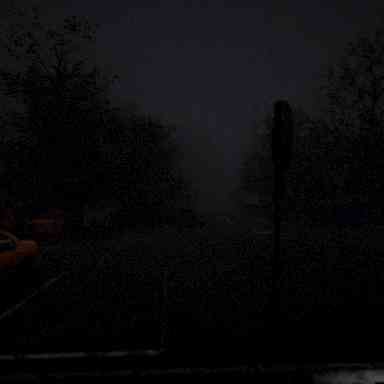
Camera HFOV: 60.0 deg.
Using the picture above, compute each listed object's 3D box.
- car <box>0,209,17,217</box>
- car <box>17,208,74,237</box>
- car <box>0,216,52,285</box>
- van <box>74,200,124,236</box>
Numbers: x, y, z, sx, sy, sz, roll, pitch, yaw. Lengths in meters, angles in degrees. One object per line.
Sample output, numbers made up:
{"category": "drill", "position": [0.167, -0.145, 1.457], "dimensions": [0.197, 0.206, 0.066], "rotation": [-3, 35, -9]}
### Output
{"category": "car", "position": [-10.660, 1.749, 19.557], "dimensions": [1.946, 1.575, 5.366], "rotation": [-1, 0, -4]}
{"category": "car", "position": [-8.004, 1.716, 19.720], "dimensions": [1.946, 1.575, 5.366], "rotation": [-1, 0, -4]}
{"category": "car", "position": [-5.087, 1.583, 7.239], "dimensions": [1.946, 1.575, 5.366], "rotation": [-1, 0, -4]}
{"category": "van", "position": [-5.199, 1.462, 19.592], "dimensions": [1.878, 1.987, 4.442], "rotation": [-1, 0, -4]}
